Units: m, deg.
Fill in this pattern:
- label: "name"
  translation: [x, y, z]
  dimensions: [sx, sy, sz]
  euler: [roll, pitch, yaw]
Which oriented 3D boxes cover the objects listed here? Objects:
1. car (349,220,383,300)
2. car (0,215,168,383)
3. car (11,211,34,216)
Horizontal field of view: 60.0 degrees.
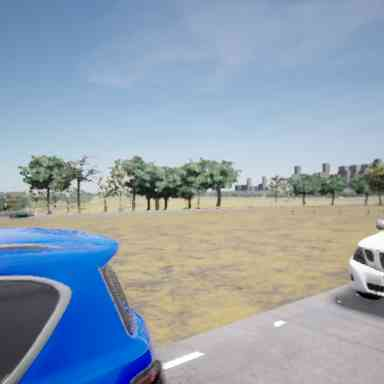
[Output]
- label: "car"
  translation: [5.699, 1.183, 7.332]
  dimensions: [5.566, 2.045, 2.150]
  euler: [-1, 0, -38]
- label: "car"
  translation: [-2.665, 1.286, 1.023]
  dimensions: [5.566, 2.045, 2.150]
  euler: [-1, -1, -38]
- label: "car"
  translation: [-35.946, 4.765, 70.496]
  dimensions: [4.553, 1.767, 2.097]
  euler: [0, -1, -36]
